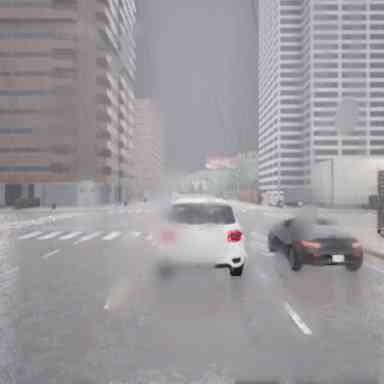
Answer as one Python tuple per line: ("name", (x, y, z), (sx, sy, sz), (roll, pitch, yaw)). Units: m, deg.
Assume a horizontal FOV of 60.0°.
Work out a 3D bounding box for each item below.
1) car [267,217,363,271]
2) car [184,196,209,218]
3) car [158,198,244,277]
("car", (3.741, 1.518, 10.754), (1.812, 1.442, 4.674), (0, 0, 1))
("car", (0.425, 1.314, 30.646), (2.097, 1.767, 4.553), (0, 0, 1))
("car", (0.232, 1.211, 10.297), (2.150, 2.045, 5.566), (0, -1, 0))
